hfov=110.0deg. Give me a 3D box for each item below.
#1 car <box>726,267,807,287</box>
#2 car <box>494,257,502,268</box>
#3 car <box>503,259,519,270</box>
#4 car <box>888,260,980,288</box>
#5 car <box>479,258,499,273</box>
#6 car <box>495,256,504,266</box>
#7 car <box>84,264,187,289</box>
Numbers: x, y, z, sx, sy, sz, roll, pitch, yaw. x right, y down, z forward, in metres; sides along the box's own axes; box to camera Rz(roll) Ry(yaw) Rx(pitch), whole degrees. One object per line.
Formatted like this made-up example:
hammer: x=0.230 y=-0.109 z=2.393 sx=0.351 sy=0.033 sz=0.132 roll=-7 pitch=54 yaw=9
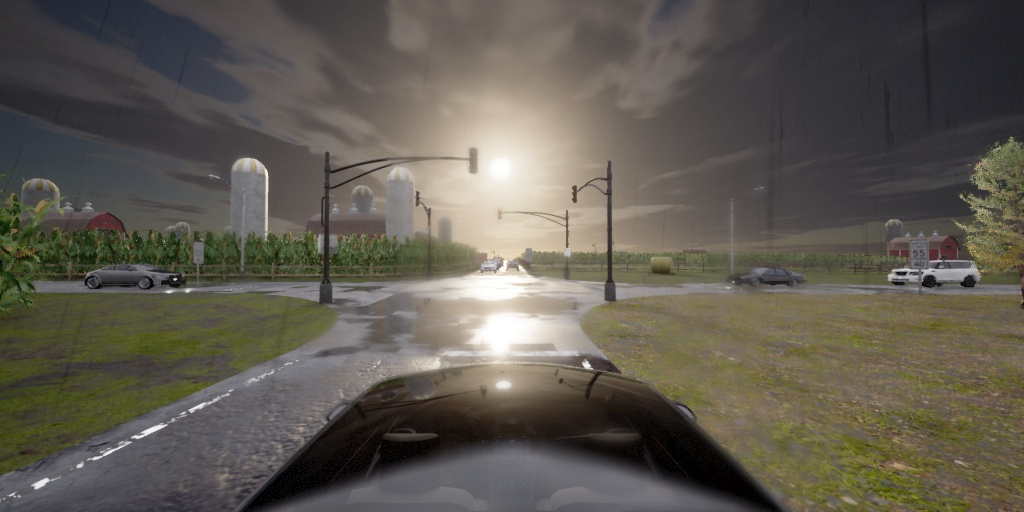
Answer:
car: x=18.685 y=1.526 z=26.366 sx=5.357 sy=1.411 sz=2.033 roll=1 pitch=-1 yaw=-8
car: x=-2.850 y=1.328 z=52.604 sx=1.812 sy=1.442 sz=4.674 roll=0 pitch=0 yaw=0
car: x=0.076 y=1.352 z=54.136 sx=2.033 sy=1.411 sz=5.357 roll=0 pitch=0 yaw=0
car: x=32.085 y=1.325 z=27.322 sx=5.566 sy=2.045 sz=2.150 roll=1 pitch=-1 yaw=-4
car: x=-2.800 y=1.314 z=43.446 sx=1.812 sy=1.442 sz=4.674 roll=0 pitch=0 yaw=-1
car: x=-2.864 y=1.298 z=62.624 sx=1.882 sy=1.535 sz=5.008 roll=0 pitch=0 yaw=0
car: x=-20.965 y=1.118 z=20.094 sx=4.181 sy=1.385 sz=1.994 roll=0 pitch=-1 yaw=-3
